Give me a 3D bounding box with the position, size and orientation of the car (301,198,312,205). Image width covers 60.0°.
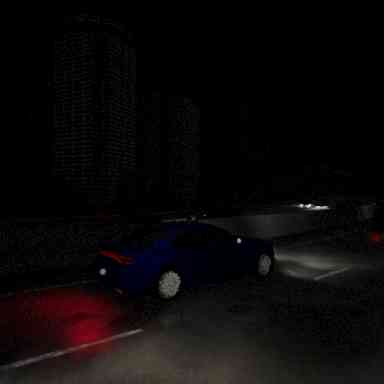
[{"bbox_3d":[23.506,1.925,68.232,1.895,1.301,4.718,0,0,24],"label":"car"}]

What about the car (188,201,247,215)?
[{"bbox_3d":[1.699,1.602,24.411,2.128,1.511,4.902,0,0,43],"label":"car"}]

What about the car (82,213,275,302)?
[{"bbox_3d":[0.066,1.516,8.479,5.008,1.535,1.882,0,0,-39],"label":"car"}]

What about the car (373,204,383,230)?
[{"bbox_3d":[13.181,1.463,21.194,2.097,1.767,4.553,0,0,42],"label":"car"}]

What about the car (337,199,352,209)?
[{"bbox_3d":[21.885,1.729,47.676,2.128,1.511,4.902,0,0,26],"label":"car"}]

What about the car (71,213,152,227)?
[{"bbox_3d":[-3.051,1.664,15.163,4.718,1.301,1.895,0,0,-40],"label":"car"}]

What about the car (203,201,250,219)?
[{"bbox_3d":[3.364,1.635,31.517,2.128,1.511,4.902,0,0,40],"label":"car"}]

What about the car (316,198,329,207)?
[{"bbox_3d":[23.331,1.785,59.253,2.128,1.511,4.902,0,0,24],"label":"car"}]
